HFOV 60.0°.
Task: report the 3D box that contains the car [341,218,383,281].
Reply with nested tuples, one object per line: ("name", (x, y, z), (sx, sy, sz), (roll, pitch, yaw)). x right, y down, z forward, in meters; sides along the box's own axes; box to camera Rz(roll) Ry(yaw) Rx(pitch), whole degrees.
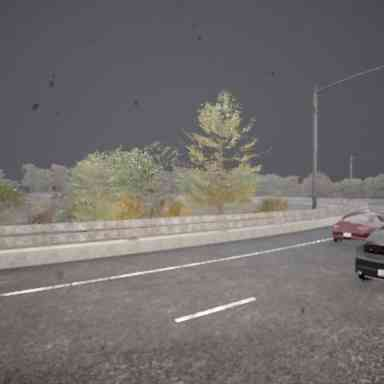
("car", (6.147, 1.602, 9.063), (4.892, 1.490, 1.837), (1, 0, -42))

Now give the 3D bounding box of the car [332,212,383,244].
("car", (8.247, 1.681, 15.810), (4.674, 1.442, 1.812), (1, 0, -45))
